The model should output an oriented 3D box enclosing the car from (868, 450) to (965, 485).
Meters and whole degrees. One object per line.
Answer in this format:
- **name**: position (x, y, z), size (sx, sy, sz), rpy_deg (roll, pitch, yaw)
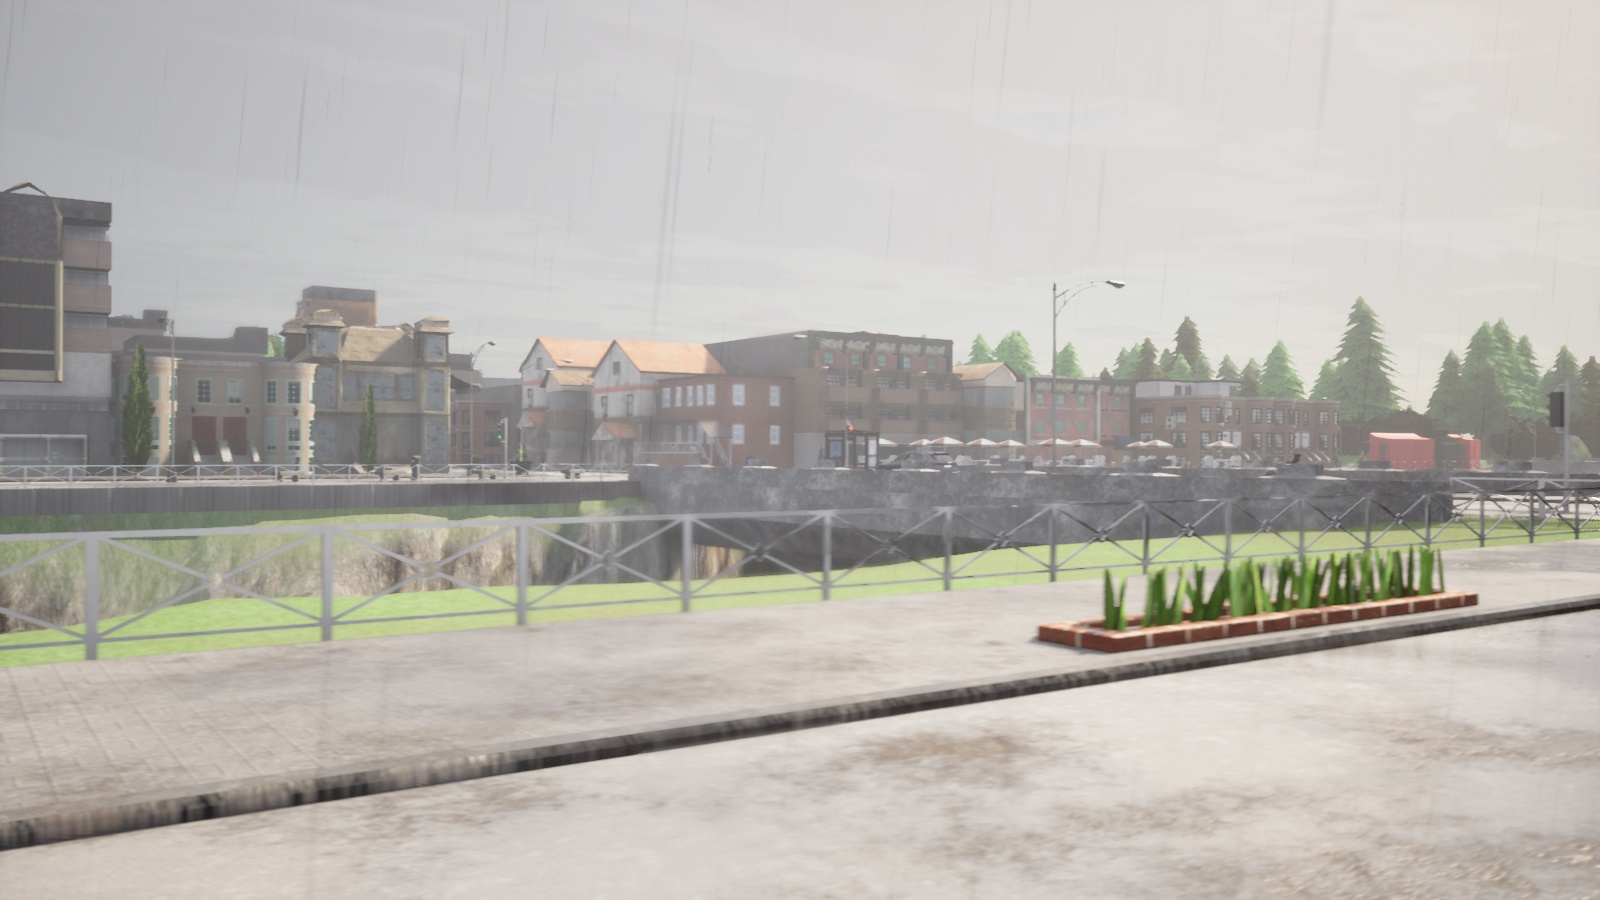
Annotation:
- **car**: position (5.572, 0.812, 60.613), size (2.033, 1.649, 4.856), rpy_deg (0, 0, -35)
